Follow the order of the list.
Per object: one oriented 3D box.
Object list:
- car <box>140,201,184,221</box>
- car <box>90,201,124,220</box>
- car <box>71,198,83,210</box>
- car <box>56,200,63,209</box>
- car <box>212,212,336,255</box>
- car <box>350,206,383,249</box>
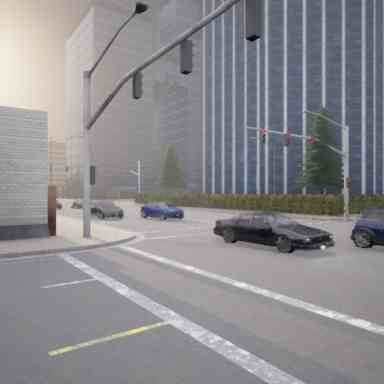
[{"bbox_3d":[-2.569,1.532,27.828,1.882,1.535,5.008,0,0,-36],"label":"car"},{"bbox_3d":[-7.493,1.559,28.679,1.837,1.490,4.892,0,0,-36],"label":"car"},{"bbox_3d":[-14.859,1.580,45.022,1.812,1.442,4.674,0,0,-35],"label":"car"},{"bbox_3d":[-19.068,1.605,44.920,2.033,1.411,5.357,0,0,-36],"label":"car"},{"bbox_3d":[3.105,1.573,13.957,2.033,1.411,5.357,0,0,-36],"label":"car"},{"bbox_3d":[8.511,1.377,12.438,2.097,1.767,4.553,0,0,-36],"label":"car"}]
